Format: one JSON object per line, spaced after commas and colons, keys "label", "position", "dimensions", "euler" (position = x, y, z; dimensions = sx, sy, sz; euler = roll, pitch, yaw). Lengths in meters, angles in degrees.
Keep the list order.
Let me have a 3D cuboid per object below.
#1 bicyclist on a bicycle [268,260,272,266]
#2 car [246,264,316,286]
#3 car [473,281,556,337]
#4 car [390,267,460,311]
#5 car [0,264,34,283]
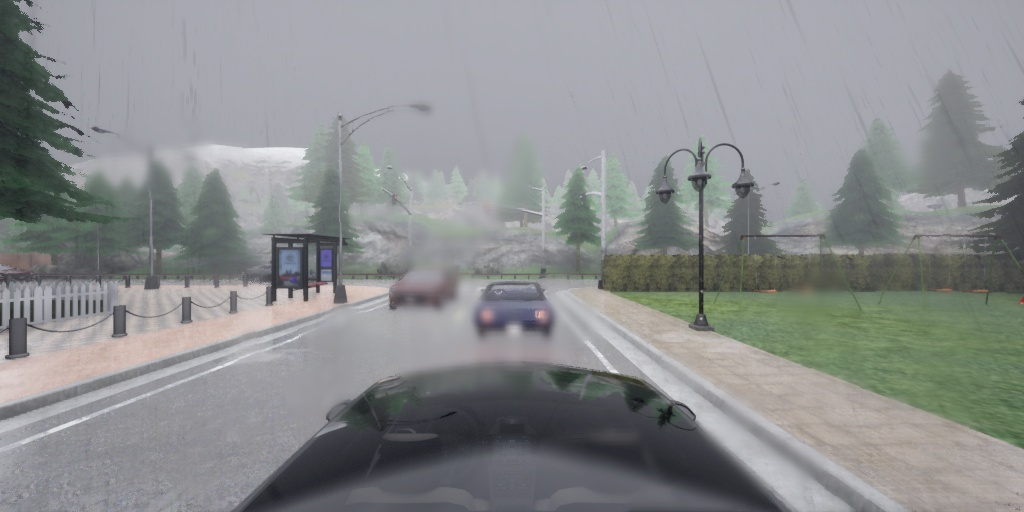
{"label": "bicyclist on a bicycle", "position": [-21.621, 1.219, 32.239], "dimensions": [0.582, 1.620, 1.656], "euler": [0, 0, 0]}
{"label": "car", "position": [-15.814, 1.256, 25.095], "dimensions": [4.902, 1.511, 2.128], "euler": [0, 0, 0]}
{"label": "car", "position": [0.076, 1.351, 10.235], "dimensions": [1.895, 1.301, 4.718], "euler": [0, 0, 0]}
{"label": "car", "position": [-3.370, 1.227, 14.685], "dimensions": [1.882, 1.535, 5.008], "euler": [0, 0, 2]}
{"label": "car", "position": [-37.063, 1.243, 25.332], "dimensions": [5.008, 1.535, 1.882], "euler": [0, 0, 1]}
